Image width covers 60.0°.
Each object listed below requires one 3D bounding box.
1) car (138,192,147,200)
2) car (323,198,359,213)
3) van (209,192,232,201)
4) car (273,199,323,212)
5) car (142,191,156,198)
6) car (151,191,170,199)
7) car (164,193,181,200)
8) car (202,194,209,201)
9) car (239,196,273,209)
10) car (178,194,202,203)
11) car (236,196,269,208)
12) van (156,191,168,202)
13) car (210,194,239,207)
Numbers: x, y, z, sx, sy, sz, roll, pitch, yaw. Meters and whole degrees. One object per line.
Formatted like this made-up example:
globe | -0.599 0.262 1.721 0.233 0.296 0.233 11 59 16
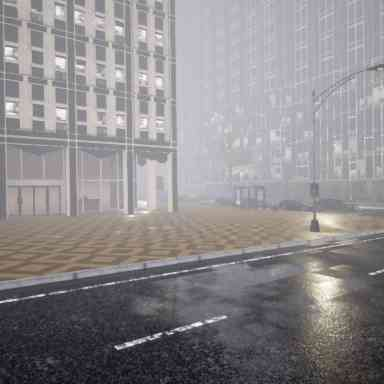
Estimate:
car | -11.153 1.039 68.495 2.008 1.369 4.403 0 1 -35
car | 15.038 1.364 34.956 1.812 1.442 4.674 -1 1 -34
van | 5.413 0.855 59.188 1.690 1.788 3.998 0 1 -34
car | 11.280 1.423 35.637 1.947 1.339 4.313 0 1 -35
car | -10.687 0.685 82.606 1.967 1.590 4.097 0 1 -34
car | -7.467 0.614 77.922 2.192 1.841 5.009 0 1 -34
car | -4.247 0.935 73.242 1.802 1.307 4.206 0 1 -34
car | 2.193 1.043 63.874 1.802 1.307 4.206 0 1 -34
car | 8.074 1.388 40.333 1.802 1.307 4.206 0 1 -34
car | -1.126 1.124 58.557 2.033 1.411 5.357 -1 1 -34
car | 8.161 1.292 44.970 1.994 1.385 4.181 -1 1 -34
van | -4.712 0.937 59.125 1.690 1.788 3.998 0 1 -34
car | 4.902 1.319 45.049 1.947 1.339 4.313 0 1 -34
